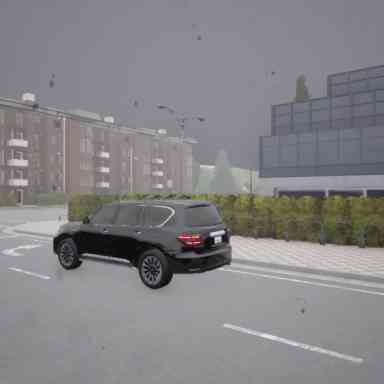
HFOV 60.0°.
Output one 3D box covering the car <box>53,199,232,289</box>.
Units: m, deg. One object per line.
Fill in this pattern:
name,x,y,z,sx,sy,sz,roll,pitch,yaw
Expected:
car,-1.573,1.221,9.401,5.566,2.045,2.150,0,0,35
